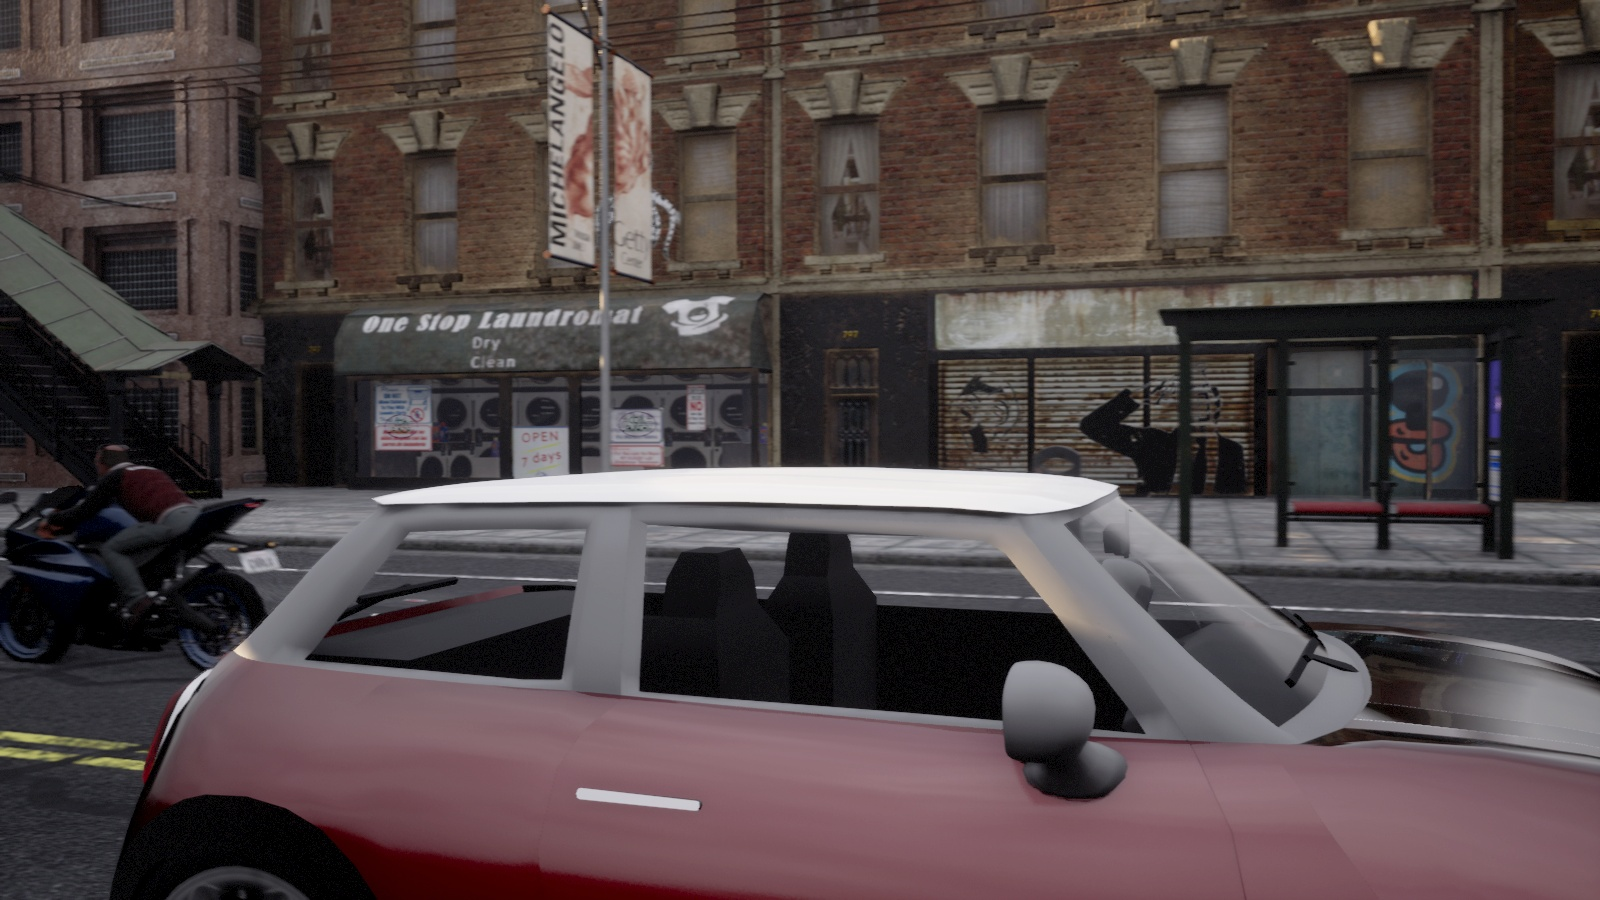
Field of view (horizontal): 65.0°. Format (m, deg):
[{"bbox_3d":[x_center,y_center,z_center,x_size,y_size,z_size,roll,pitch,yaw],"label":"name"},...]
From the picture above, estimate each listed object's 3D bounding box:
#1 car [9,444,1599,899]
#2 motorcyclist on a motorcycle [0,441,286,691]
[{"bbox_3d":[0.415,0.745,3.043,3.806,1.475,1.970,1,1,18],"label":"car"},{"bbox_3d":[-4.683,0.710,8.466,2.191,1.530,0.866,0,1,16],"label":"motorcyclist on a motorcycle"}]
